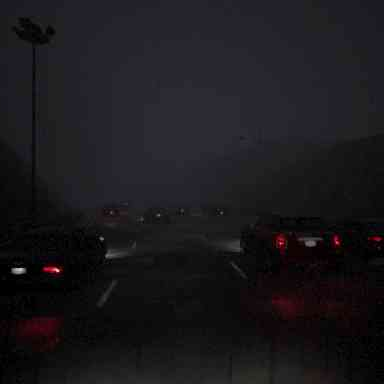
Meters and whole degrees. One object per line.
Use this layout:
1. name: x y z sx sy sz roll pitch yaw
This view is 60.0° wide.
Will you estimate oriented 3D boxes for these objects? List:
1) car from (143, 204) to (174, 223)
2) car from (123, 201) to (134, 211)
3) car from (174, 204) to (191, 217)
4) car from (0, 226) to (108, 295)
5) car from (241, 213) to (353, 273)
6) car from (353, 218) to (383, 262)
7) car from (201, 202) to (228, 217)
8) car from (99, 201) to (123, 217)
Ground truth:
1. car: -3.120 1.871 28.643 1.994 1.385 4.181 0 -1 -13
2. car: -10.007 2.039 50.214 2.128 1.511 4.902 0 -1 -22
3. car: -1.554 1.954 36.760 1.994 1.385 4.181 0 -1 -16
4. car: -3.652 1.652 9.160 2.033 1.411 5.357 0 -1 -4
5. car: 3.086 1.465 11.245 2.097 1.767 4.553 0 -1 -5
6. car: 6.474 1.686 12.735 1.994 1.385 4.181 0 -1 -5
7. car: 2.362 1.877 35.799 1.837 1.490 4.892 1 -1 -15
8. car: -9.098 1.911 36.902 1.837 1.490 4.892 1 -1 -17
